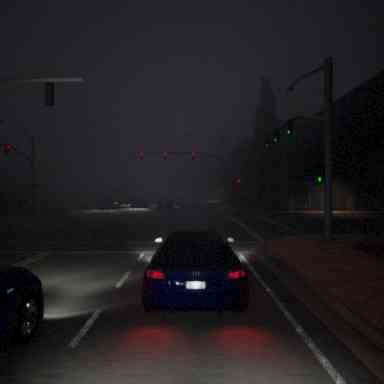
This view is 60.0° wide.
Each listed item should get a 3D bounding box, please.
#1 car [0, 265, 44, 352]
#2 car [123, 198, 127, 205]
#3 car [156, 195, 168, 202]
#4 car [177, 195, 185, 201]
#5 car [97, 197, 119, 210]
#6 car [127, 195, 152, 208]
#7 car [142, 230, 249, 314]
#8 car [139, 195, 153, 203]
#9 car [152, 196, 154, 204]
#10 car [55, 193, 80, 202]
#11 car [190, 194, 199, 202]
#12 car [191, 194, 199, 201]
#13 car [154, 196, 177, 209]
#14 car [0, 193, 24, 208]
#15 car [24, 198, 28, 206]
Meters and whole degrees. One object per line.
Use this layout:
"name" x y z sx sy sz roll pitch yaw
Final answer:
"car" -3.442 1.348 3.538 2.097 1.767 4.553 0 0 0
"car" -10.394 1.501 57.071 1.994 1.385 4.181 0 0 2
"car" -6.438 1.464 71.910 1.994 1.385 4.181 0 0 2
"car" -2.728 1.411 79.853 1.837 1.490 4.892 0 0 2
"car" -10.734 1.453 42.885 1.837 1.490 4.892 0 1 1
"car" -7.169 1.513 46.102 1.994 1.385 4.181 0 0 2
"car" 0.066 1.555 7.677 1.994 1.385 4.181 0 0 0
"car" -9.940 1.439 71.884 2.128 1.511 4.902 0 0 2
"car" -6.882 1.462 57.351 1.812 1.442 4.674 0 0 2
"car" -24.937 1.083 65.663 3.866 1.878 1.905 0 0 0
"car" 0.584 1.454 72.636 2.033 1.411 5.357 0 0 2
"car" 0.864 1.302 83.281 1.882 1.535 5.008 0 0 2
"car" -3.504 1.514 44.529 1.994 1.385 4.181 0 0 1
"car" -24.969 1.105 43.146 4.605 1.855 1.932 0 0 0
"car" -24.912 1.105 46.040 3.866 1.878 1.905 0 0 0
